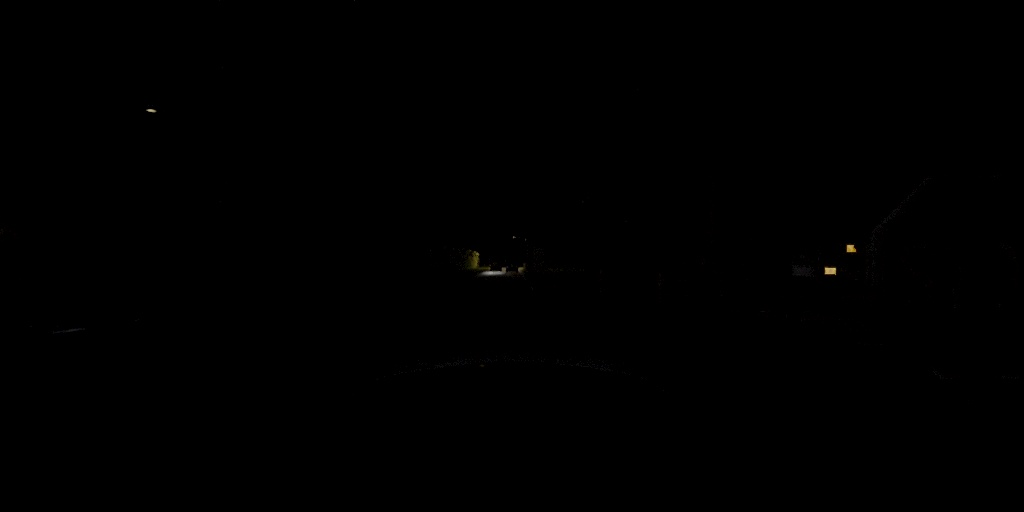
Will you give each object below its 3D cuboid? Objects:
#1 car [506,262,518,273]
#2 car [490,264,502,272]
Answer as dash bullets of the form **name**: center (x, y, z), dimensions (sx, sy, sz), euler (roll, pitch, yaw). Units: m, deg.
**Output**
- **car**: center (-0.007, 1.955, 57.755), dimensions (1.994, 1.385, 4.181), euler (0, -1, 0)
- **car**: center (-2.759, 2.049, 62.384), dimensions (1.895, 1.301, 4.718), euler (0, -1, 0)
